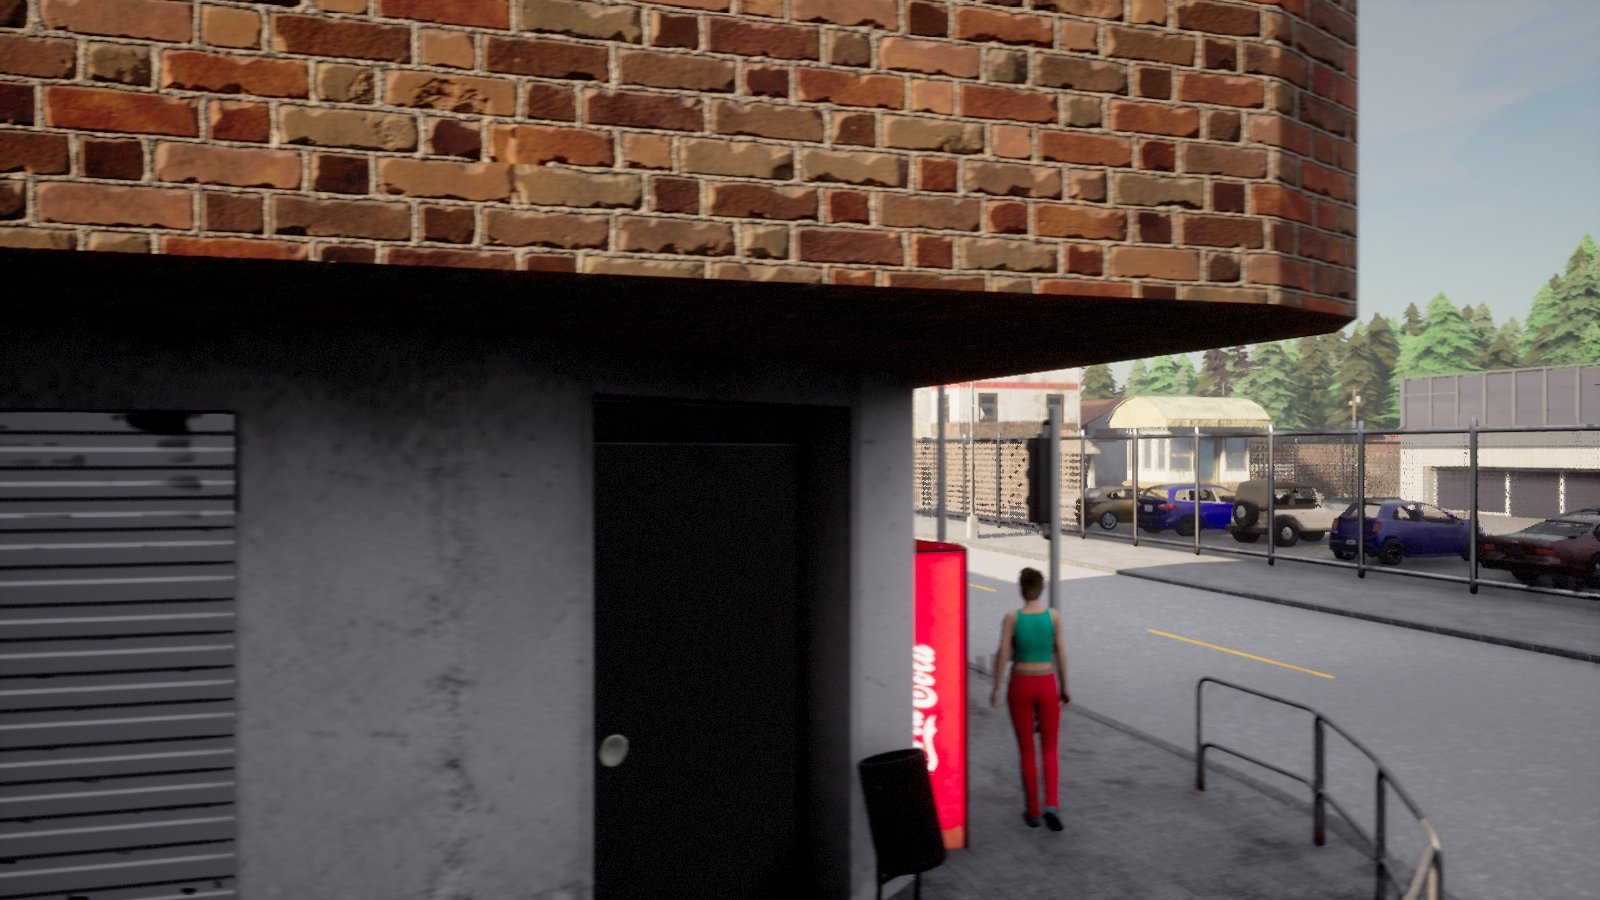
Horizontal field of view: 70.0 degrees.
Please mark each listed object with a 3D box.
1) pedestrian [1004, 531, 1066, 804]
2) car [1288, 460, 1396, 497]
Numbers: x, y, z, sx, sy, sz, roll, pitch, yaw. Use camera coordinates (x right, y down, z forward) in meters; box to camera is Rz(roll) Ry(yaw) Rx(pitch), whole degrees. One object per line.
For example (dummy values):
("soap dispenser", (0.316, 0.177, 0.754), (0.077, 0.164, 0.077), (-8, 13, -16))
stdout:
("pedestrian", (1.662, 1.520, 8.097), (0.375, 1.860, 0.375), (0, 0, 3))
("car", (30.903, 1.585, 65.191), (5.566, 2.045, 2.150), (0, 0, -17))
